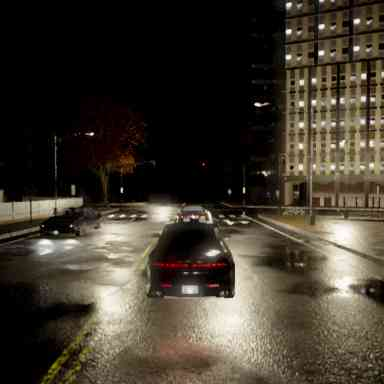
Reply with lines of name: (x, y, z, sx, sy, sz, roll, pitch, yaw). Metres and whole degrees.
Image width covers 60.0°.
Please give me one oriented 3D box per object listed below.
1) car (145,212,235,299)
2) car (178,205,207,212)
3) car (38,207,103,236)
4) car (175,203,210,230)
car: (-0.023, 1.506, 8.450, 1.837, 1.490, 4.892, 0, 0, 0)
car: (0.100, 1.491, 13.273, 2.128, 1.511, 4.902, 0, 0, 0)
car: (-6.475, 1.550, 18.515, 2.033, 1.411, 5.357, 0, 0, 0)
car: (0.039, 1.552, 22.294, 2.033, 1.411, 5.357, 0, 0, 0)
